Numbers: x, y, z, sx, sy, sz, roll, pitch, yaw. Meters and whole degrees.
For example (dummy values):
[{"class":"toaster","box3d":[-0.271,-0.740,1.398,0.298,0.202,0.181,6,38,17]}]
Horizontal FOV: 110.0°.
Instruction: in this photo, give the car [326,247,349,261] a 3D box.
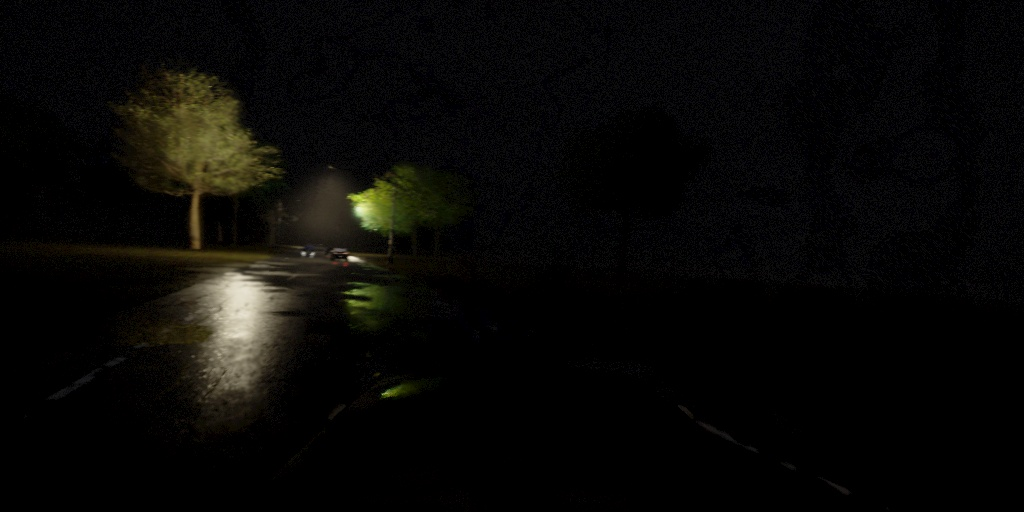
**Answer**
[{"class":"car","box3d":[-20.982,-0.193,43.631,2.128,1.511,4.902,4,0,-29]}]
